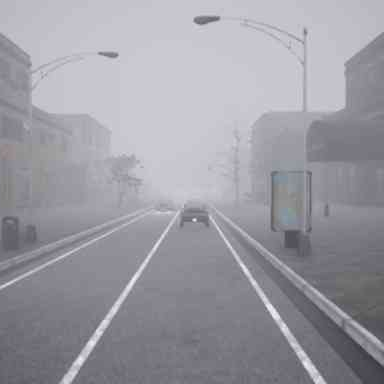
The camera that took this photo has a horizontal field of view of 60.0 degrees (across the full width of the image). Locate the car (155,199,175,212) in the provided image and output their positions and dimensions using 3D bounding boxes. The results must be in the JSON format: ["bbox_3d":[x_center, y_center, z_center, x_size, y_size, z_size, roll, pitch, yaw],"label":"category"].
[{"bbox_3d":[-2.973,1.422,37.080,1.994,1.385,4.181,0,0,0],"label":"car"}]

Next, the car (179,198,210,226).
[{"bbox_3d":[0.169,1.434,22.637,1.837,1.490,4.892,0,0,0],"label":"car"}]

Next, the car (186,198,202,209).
[{"bbox_3d":[0.233,1.433,42.194,1.895,1.301,4.718,0,0,0],"label":"car"}]
